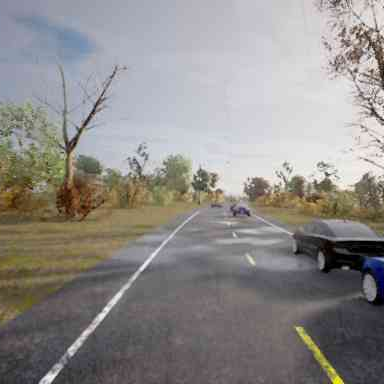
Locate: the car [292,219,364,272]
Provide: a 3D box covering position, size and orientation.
[{"bbox_3d":[4.867,1.669,11.398,1.882,1.535,5.008,1,-1,3],"label":"car"}]

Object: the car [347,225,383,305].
[{"bbox_3d":[4.635,1.612,5.429,1.882,1.535,5.008,1,0,2],"label":"car"}]

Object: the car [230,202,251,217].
[{"bbox_3d":[5.654,2.022,38.351,1.812,1.442,4.674,1,-1,5],"label":"car"}]

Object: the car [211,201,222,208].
[{"bbox_3d":[4.608,2.338,62.159,1.994,1.385,4.181,1,-1,7],"label":"car"}]
